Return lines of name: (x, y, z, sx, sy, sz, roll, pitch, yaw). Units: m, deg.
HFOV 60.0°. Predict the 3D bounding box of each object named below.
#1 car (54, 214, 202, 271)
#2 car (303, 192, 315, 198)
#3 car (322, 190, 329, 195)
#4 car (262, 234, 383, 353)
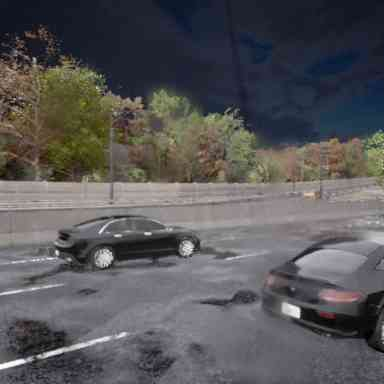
car: (-1.899, 1.502, 10.989, 4.892, 1.490, 1.837, 0, 0, -35)
car: (26.791, 0.644, 75.895, 1.882, 1.535, 5.008, 0, 1, 32)
car: (35.265, 0.207, 88.758, 2.033, 1.411, 5.357, 0, 2, 34)
car: (3.289, 1.522, 6.094, 4.674, 1.442, 1.812, 0, 0, -35)
